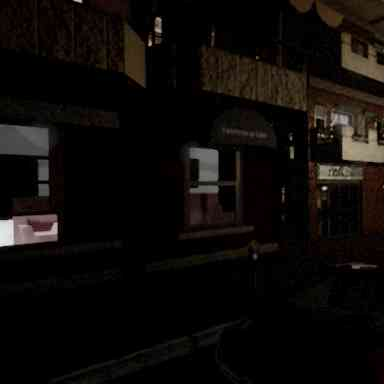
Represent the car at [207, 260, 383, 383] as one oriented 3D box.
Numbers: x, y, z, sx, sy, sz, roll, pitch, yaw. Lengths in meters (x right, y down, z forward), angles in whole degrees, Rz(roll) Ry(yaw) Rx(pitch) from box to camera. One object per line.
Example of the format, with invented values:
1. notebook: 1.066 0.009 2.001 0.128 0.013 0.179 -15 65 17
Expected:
1. car: 2.119 1.571 4.016 4.206 1.307 1.802 0 -1 -36
